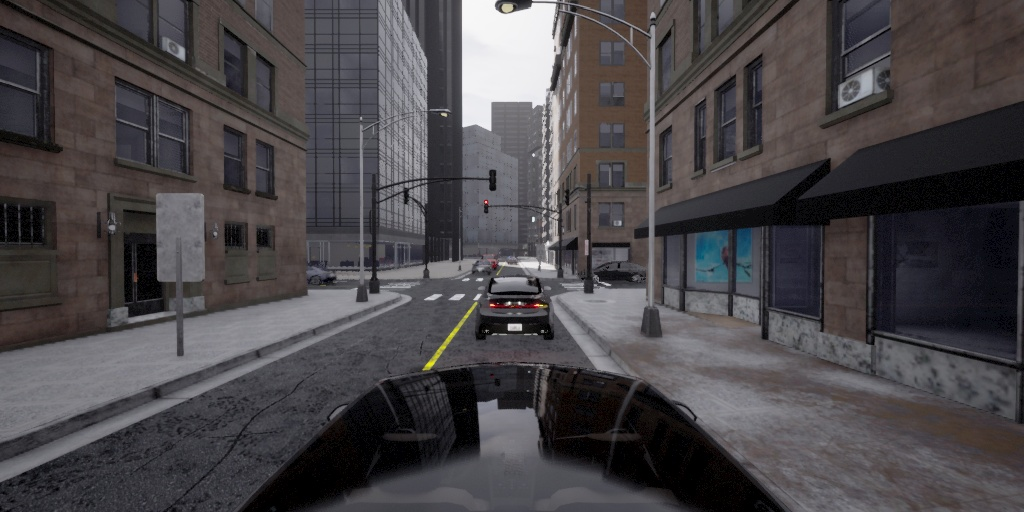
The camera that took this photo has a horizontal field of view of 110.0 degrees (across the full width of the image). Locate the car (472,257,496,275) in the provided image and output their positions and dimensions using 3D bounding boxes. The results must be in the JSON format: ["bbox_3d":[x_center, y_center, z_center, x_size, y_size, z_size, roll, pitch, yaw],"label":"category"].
[{"bbox_3d":[-3.124,1.162,37.952,2.128,1.511,4.902,0,0,0],"label":"car"}]

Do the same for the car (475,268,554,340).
[{"bbox_3d":[0.073,1.252,9.961,1.837,1.490,4.892,0,0,0],"label":"car"}]

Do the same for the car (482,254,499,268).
[{"bbox_3d":[-3.138,0.808,48.256,2.150,2.045,5.566,0,1,0],"label":"car"}]

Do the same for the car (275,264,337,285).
[{"bbox_3d":[-14.593,1.279,25.051,4.181,1.385,1.994,0,1,0],"label":"car"}]

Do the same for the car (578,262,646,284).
[{"bbox_3d":[7.201,1.169,25.465,4.892,1.490,1.837,0,1,5],"label":"car"}]
